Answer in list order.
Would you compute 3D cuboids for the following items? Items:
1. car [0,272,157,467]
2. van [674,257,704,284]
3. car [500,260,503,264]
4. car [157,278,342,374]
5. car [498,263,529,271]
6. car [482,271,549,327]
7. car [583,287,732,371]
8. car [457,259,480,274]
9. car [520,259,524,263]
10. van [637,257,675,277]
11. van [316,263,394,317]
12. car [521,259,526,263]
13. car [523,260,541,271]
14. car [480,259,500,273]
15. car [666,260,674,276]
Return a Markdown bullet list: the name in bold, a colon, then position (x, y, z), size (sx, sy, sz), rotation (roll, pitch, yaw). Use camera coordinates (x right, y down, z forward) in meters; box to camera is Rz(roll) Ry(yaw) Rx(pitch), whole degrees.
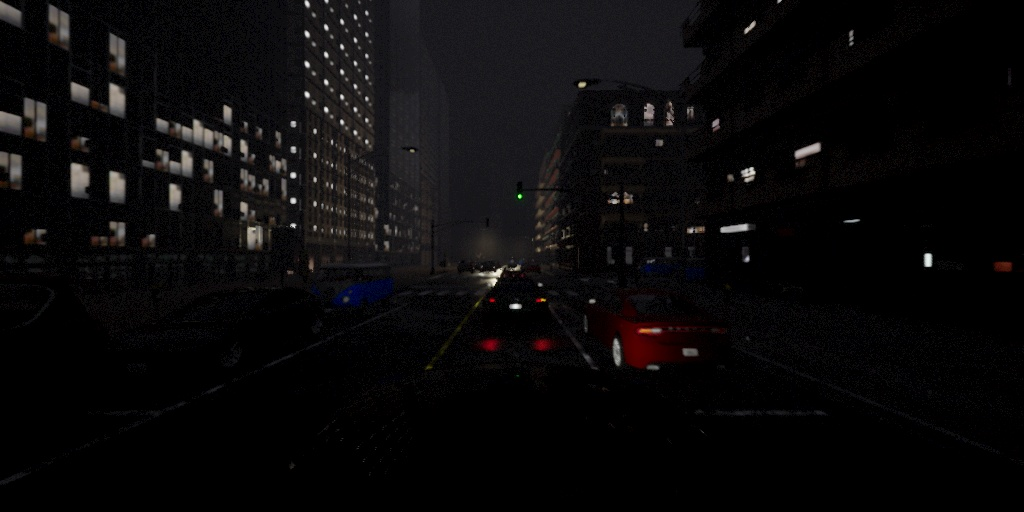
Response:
- **car**: position (-5.691, 1.067, 2.108), size (2.192, 1.841, 5.009), rotation (0, 0, 0)
- **van**: position (13.748, 1.017, 24.730), size (3.998, 1.789, 1.690), rotation (0, 0, 0)
- **car**: position (-3.010, 1.433, 63.193), size (2.097, 1.767, 4.553), rotation (0, 0, 0)
- **car**: position (-5.690, 1.344, 7.631), size (1.948, 1.339, 4.313), rotation (0, 0, 0)
- **car**: position (0.108, 1.487, 28.607), size (1.895, 1.301, 4.718), rotation (0, 0, 0)
- **car**: position (0.102, 1.363, 11.814), size (1.994, 1.385, 4.181), rotation (0, 0, 0)
- **car**: position (2.690, 1.324, 7.627), size (1.888, 1.381, 4.507), rotation (0, 0, 0)
- **car**: position (-5.680, 1.294, 45.543), size (2.192, 1.841, 5.009), rotation (0, 0, 0)
- **car**: position (2.703, 1.482, 56.594), size (1.967, 1.591, 4.097), rotation (0, 0, 0)
- **van**: position (13.729, 1.020, 33.111), size (3.998, 1.789, 1.690), rotation (0, 0, 0)
- **van**: position (-5.688, 1.146, 13.153), size (1.690, 1.789, 3.998), rotation (0, 0, 0)
- **car**: position (2.702, 1.556, 51.067), size (1.888, 1.381, 4.507), rotation (0, 0, 0)
- **car**: position (2.700, 1.525, 45.540), size (1.888, 1.381, 4.507), rotation (0, 0, 0)
- **car**: position (-3.069, 1.340, 47.143), size (2.097, 1.767, 4.553), rotation (0, 0, 0)
- **car**: position (16.153, 1.245, 30.537), size (4.718, 1.301, 1.895), rotation (-1, 0, 0)
